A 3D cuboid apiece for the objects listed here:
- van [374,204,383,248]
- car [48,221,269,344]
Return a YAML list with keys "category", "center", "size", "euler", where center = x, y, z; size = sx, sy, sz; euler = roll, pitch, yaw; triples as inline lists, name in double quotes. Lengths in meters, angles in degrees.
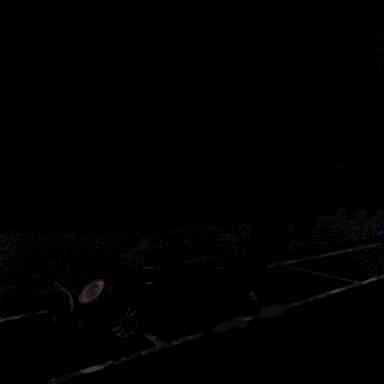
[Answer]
- category: "van"
  center: [8.687, 1.238, 12.837]
  size: [3.998, 1.788, 1.690]
  euler: [0, 0, -35]
- category: "car"
  center: [-0.494, 1.418, 6.297]
  size: [4.097, 1.590, 1.967]
  euler: [-1, 0, -35]
